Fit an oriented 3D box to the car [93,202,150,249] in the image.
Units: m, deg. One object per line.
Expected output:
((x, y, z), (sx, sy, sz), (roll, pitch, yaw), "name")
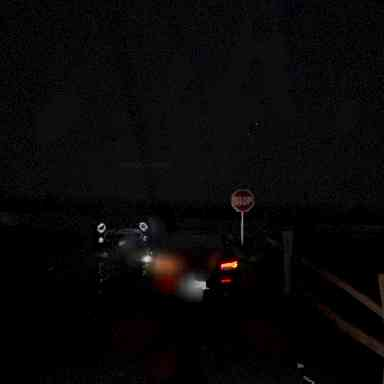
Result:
((-3.106, 1.341, 14.526), (2.097, 1.767, 4.553), (0, 0, -15), "car")

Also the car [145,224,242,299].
((0.091, 1.519, 8.305), (1.812, 1.442, 4.674), (0, 0, 0), "car")

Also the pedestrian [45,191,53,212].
((-12.036, 0.780, 27.991), (0.375, 1.860, 0.375), (0, 1, 0), "pedestrian")
